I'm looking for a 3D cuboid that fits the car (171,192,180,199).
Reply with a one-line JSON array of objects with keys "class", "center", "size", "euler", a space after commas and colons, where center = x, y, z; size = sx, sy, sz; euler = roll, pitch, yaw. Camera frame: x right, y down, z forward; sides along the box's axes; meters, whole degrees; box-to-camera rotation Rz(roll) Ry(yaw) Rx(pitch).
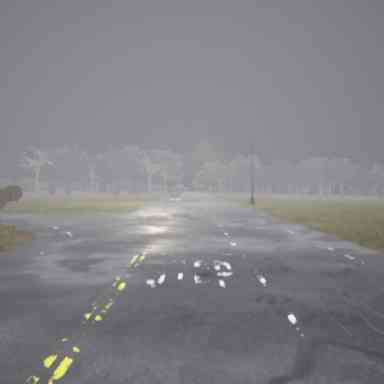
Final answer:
[{"class": "car", "center": [-3.753, 0.788, 76.212], "size": [1.994, 1.385, 4.181], "euler": [0, 1, 0]}]
